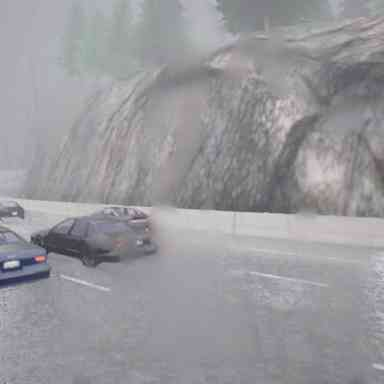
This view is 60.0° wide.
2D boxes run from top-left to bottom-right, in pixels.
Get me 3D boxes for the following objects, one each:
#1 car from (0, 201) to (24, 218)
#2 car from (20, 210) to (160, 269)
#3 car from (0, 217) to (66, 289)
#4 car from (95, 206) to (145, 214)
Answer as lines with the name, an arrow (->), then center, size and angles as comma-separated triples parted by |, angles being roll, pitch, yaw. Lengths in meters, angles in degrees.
car -> -14.794, 1.427, 26.403 | 1.812, 1.442, 4.674 | 0, 0, -44
car -> -3.454, 1.519, 11.175 | 5.357, 1.411, 2.033 | 0, 0, 40
car -> -5.601, 1.513, 8.403 | 5.357, 1.411, 2.033 | 0, 0, 40
car -> -3.886, 1.455, 16.164 | 4.902, 1.511, 2.128 | 0, 0, 41
